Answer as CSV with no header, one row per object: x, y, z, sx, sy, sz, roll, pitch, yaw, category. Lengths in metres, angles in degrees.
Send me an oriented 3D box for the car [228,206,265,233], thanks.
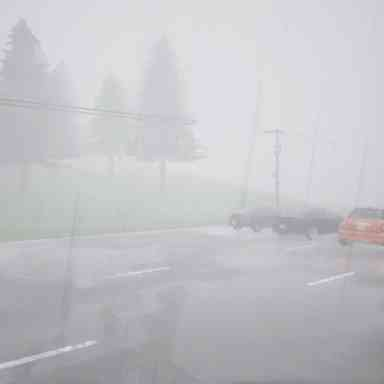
4.204,1.530,19.765,4.674,1.442,1.812,0,0,-35,car

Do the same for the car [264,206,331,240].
6.236,1.482,16.916,5.008,1.535,1.882,0,0,-35,car

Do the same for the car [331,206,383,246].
8.244,1.363,14.049,4.553,1.767,2.097,0,0,-35,car
